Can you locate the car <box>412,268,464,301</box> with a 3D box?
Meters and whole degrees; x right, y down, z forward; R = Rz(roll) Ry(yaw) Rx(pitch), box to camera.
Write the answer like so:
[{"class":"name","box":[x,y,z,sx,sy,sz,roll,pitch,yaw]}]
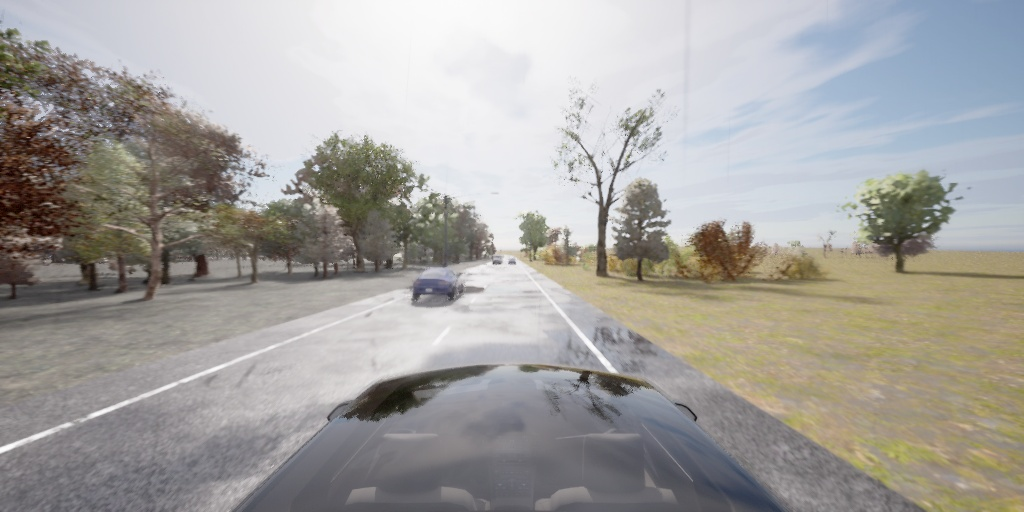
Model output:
[{"class":"car","box":[-3.498,1.279,17.417,1.812,1.442,4.674,0,0,0]}]
